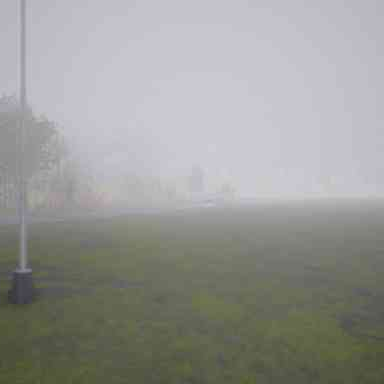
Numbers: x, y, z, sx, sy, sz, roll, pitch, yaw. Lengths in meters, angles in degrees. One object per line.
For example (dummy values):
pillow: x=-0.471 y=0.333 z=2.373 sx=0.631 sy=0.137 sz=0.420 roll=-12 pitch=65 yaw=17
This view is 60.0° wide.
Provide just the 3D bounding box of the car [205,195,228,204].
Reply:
car: x=3.774 y=1.136 z=51.293 sx=1.994 sy=1.385 sz=4.181 roll=0 pitch=1 yaw=37
